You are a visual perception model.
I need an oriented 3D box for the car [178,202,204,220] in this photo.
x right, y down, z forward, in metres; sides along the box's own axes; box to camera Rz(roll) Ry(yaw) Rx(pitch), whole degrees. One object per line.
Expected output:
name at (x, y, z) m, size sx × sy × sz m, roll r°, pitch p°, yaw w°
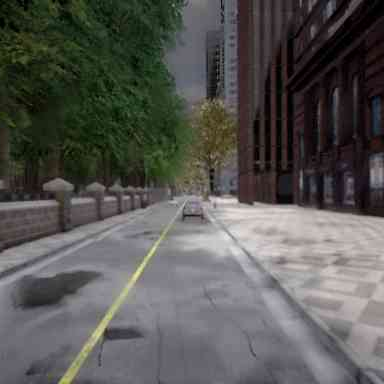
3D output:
car at (0.076, 1.590, 28.998) m, size 2.033 × 1.411 × 5.357 m, roll 0°, pitch 0°, yaw 0°

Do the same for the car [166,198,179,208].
car at (-3.044, 1.609, 51.386) m, size 1.812 × 1.442 × 4.674 m, roll 0°, pitch 0°, yaw 0°
